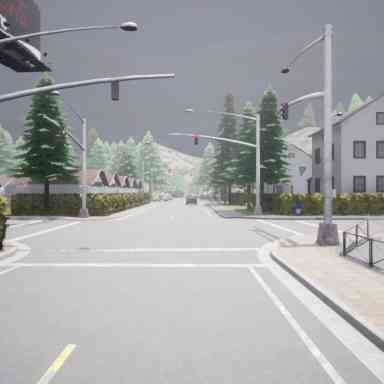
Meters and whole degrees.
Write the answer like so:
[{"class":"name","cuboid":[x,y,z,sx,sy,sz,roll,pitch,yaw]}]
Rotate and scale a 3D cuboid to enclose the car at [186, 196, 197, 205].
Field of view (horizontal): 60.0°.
[{"class":"car","cuboid":[-0.089,1.505,59.293,1.837,1.490,4.892,0,0,0]}]
